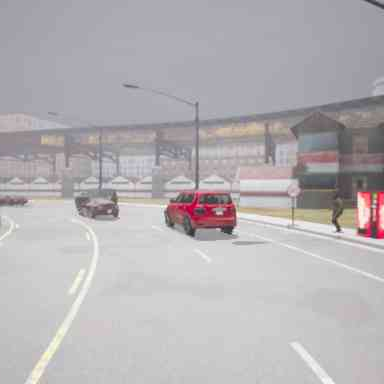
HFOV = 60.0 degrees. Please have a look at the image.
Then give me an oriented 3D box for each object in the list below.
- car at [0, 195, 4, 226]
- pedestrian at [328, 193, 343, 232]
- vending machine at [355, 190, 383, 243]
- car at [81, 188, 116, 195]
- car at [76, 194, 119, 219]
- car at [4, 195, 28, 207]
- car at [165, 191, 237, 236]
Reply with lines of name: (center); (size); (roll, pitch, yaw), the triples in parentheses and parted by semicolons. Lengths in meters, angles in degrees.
car: (-12.305, 1.060, 19.352); (2.097, 1.767, 4.553); (-1, 1, -30)
pedestrian: (6.484, 0.888, 14.875); (0.375, 1.860, 0.375); (0, 1, -16)
vending machine: (7.509, 0.961, 13.684); (1.100, 2.100, 0.880); (0, 1, -15)
car: (-9.419, 0.672, 32.784); (2.150, 2.045, 5.566); (-1, 1, -43)
car: (-6.901, 1.121, 24.363); (1.812, 1.442, 4.674); (0, 1, -35)
car: (-21.277, 0.969, 38.347); (4.718, 1.301, 1.895); (0, 1, 27)
car: (0.274, 0.940, 16.785); (2.150, 2.045, 5.566); (0, 1, -19)
